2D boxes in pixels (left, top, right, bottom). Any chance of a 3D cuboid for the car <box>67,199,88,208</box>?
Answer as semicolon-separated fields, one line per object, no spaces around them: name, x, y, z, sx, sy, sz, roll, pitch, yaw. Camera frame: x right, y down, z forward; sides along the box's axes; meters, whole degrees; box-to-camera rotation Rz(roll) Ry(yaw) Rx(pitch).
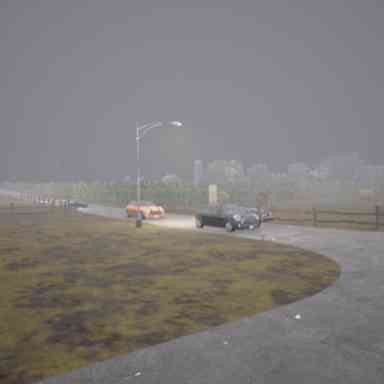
car;-16.587;1.650;48.072;1.994;1.385;4.181;-1;1;-35

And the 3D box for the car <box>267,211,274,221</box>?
car;3.500;1.652;24.791;2.033;1.411;5.357;-1;0;-37

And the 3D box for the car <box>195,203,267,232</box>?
car;2.192;1.499;21.360;2.097;1.767;4.553;-1;0;-35

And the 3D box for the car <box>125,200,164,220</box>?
car;-4.407;1.556;30.704;2.097;1.767;4.553;-1;1;-35
